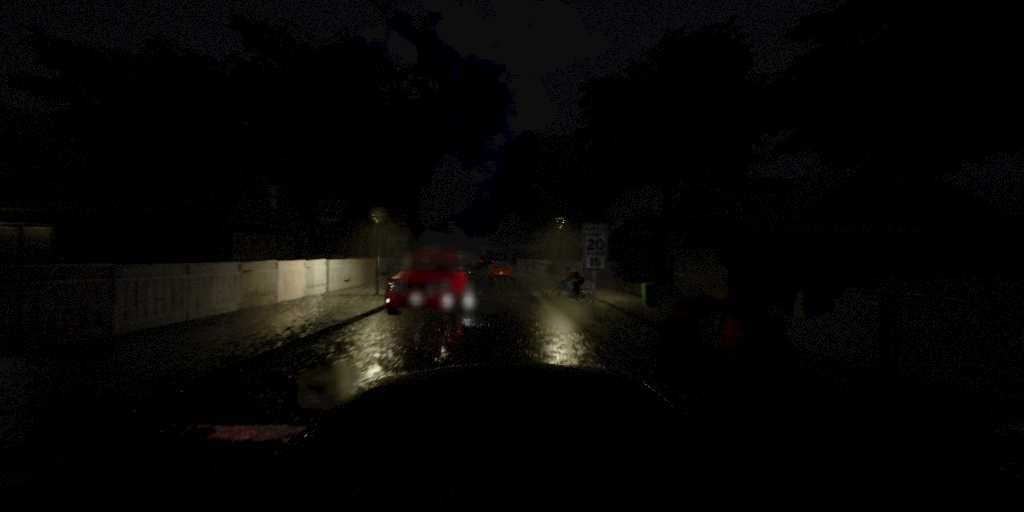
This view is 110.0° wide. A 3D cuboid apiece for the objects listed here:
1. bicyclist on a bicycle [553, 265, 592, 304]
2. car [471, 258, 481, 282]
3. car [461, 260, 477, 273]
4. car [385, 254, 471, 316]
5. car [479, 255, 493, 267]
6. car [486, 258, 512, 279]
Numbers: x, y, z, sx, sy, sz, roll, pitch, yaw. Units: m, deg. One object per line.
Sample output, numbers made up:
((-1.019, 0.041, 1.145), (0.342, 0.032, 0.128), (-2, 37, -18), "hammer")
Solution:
((2.556, 1.222, 15.088), (1.656, 1.620, 0.582), (1, 0, -2), "bicyclist on a bicycle")
((-3.744, 1.189, 28.192), (2.128, 1.511, 4.902), (1, 0, -5), "car")
((-5.338, 1.252, 43.850), (1.812, 1.442, 4.674), (1, 0, -8), "car")
((-2.965, 0.933, 13.537), (2.150, 2.045, 5.566), (1, 0, -2), "car")
((-3.906, 0.917, 52.617), (2.150, 2.045, 5.566), (1, 0, -9), "car")
((-1.091, 1.202, 31.660), (1.882, 1.535, 5.008), (1, 0, -5), "car")
